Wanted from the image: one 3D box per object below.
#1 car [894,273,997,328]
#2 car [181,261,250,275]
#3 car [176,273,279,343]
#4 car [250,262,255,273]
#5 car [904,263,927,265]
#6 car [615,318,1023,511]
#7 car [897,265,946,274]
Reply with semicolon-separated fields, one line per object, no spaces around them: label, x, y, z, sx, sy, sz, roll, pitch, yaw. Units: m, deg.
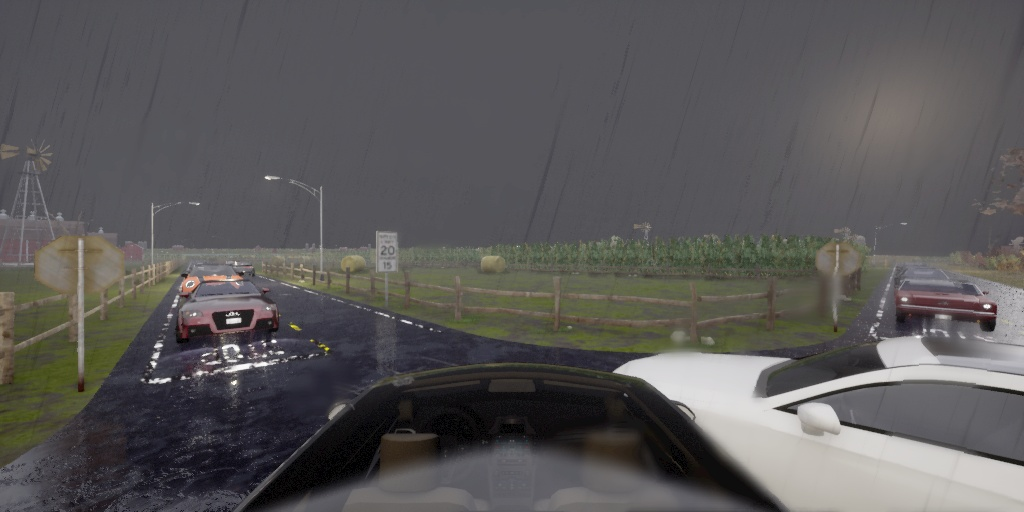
car;13.538;1.394;11.389;4.718;1.301;1.895;0;1;-43
car;-13.688;1.136;16.447;2.097;1.767;4.553;0;0;-42
car;-7.923;1.353;9.953;1.994;1.385;4.181;0;0;-42
car;-26.918;1.273;35.700;2.128;1.511;4.902;0;0;-41
car;27.393;1.392;24.182;4.181;1.385;1.994;0;1;-43
car;2.842;1.294;2.347;1.812;1.442;4.674;0;1;-44
car;20.627;1.357;17.940;5.357;1.411;2.033;0;1;-43
